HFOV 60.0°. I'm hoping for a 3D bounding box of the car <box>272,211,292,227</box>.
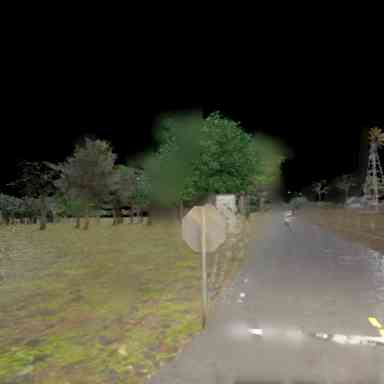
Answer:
[{"bbox_3d":[12.199,3.836,45.873,2.097,1.767,4.553,-2,-3,14],"label":"car"}]
